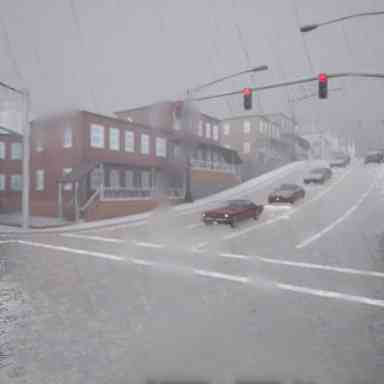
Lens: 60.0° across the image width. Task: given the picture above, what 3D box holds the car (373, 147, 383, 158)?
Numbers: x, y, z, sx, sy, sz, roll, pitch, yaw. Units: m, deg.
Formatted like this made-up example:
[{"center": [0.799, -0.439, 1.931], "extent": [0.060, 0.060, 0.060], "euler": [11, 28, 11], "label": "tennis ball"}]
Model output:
[{"center": [29.175, -6.025, 50.946], "extent": [2.128, 1.511, 4.902], "euler": [0, 4, 33], "label": "car"}]

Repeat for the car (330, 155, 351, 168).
[{"center": [19.369, -4.083, 43.488], "extent": [2.033, 1.411, 5.357], "euler": [0, 12, 36], "label": "car"}]

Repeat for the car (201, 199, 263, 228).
[{"center": [2.465, 1.170, 19.726], "extent": [1.895, 1.301, 4.718], "euler": [0, 5, 35], "label": "car"}]

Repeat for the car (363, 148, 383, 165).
[{"center": [23.319, -4.472, 42.743], "extent": [1.837, 1.490, 4.892], "euler": [0, 12, 35], "label": "car"}]

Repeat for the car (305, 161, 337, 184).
[{"center": [13.333, -1.831, 35.043], "extent": [2.033, 1.411, 5.357], "euler": [0, 12, 35], "label": "car"}]

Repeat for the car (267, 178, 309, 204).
[{"center": [7.702, 0.060, 27.106], "extent": [1.994, 1.385, 4.181], "euler": [0, 9, 36], "label": "car"}]
